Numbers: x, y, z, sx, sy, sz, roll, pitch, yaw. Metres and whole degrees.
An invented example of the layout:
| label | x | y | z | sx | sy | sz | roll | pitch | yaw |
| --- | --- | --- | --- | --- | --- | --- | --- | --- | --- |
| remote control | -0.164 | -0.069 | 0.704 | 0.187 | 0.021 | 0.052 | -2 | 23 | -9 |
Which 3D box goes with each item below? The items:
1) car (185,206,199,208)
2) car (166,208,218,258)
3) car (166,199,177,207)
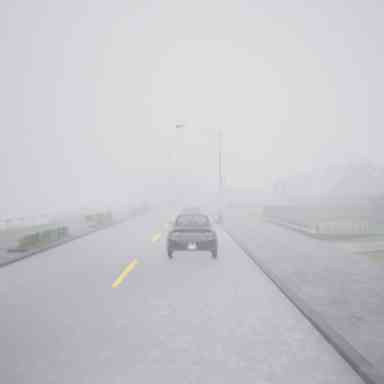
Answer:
| label | x | y | z | sx | sy | sz | roll | pitch | yaw |
| --- | --- | --- | --- | --- | --- | --- | --- | --- | --- |
| car | 0.019 | 1.879 | 28.533 | 1.994 | 1.385 | 4.181 | 0 | -1 | 1 |
| car | 0.021 | 1.642 | 13.473 | 2.128 | 1.511 | 4.902 | 0 | 0 | 0 |
| car | -4.004 | 2.217 | 65.001 | 1.837 | 1.490 | 4.892 | 0 | 0 | 1 |
